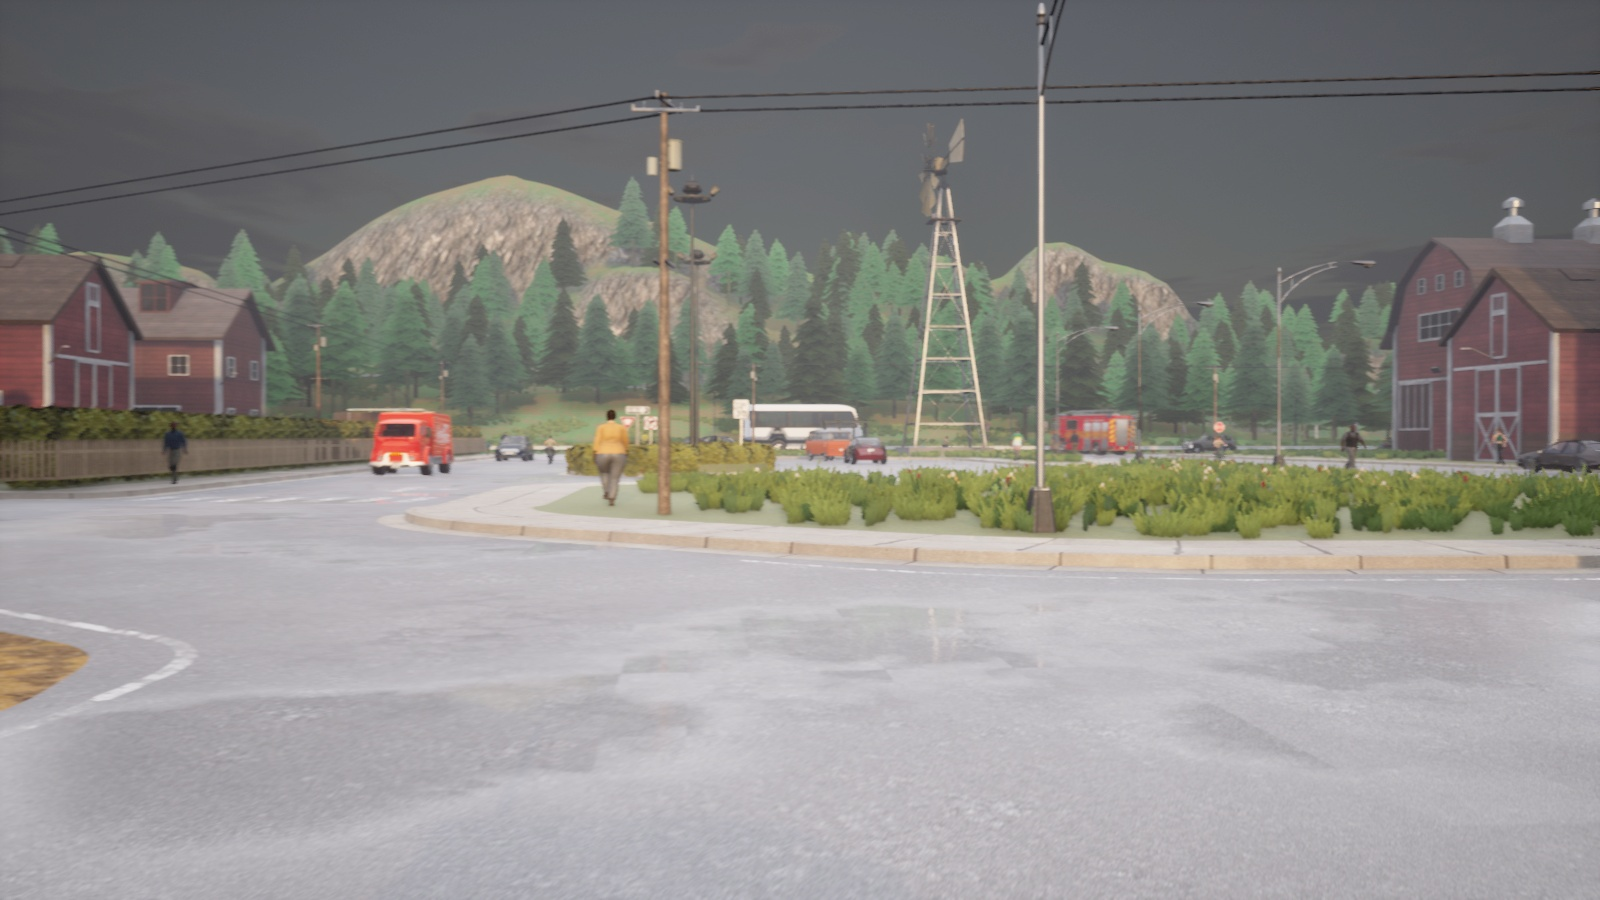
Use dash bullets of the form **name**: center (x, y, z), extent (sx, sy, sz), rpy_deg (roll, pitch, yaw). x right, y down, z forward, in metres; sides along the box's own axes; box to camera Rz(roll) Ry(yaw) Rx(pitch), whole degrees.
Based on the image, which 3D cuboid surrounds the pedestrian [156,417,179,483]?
- **pedestrian**: center (-17.616, 0.002, 34.988), extent (0.370, 1.835, 0.726), rpy_deg (0, 1, -9)

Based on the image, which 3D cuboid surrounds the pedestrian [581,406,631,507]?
- **pedestrian**: center (-3.655, 0.115, 23.604), extent (0.874, 1.855, 0.900), rpy_deg (0, 1, -11)

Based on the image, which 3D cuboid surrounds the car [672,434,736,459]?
- **car**: center (-6.487, -0.252, 85.175), extent (3.988, 1.617, 1.851), rpy_deg (0, 1, 11)

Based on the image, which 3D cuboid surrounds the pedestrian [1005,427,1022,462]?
- **pedestrian**: center (12.129, -0.319, 71.337), extent (0.659, 1.952, 0.873), rpy_deg (0, 1, -10)

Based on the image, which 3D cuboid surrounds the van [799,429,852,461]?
- **van**: center (1.565, -0.323, 79.689), extent (1.775, 1.987, 4.442), rpy_deg (0, 1, -22)

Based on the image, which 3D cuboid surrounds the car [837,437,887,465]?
- **car**: center (3.441, 0.023, 70.406), extent (2.163, 1.488, 4.792), rpy_deg (0, 1, -5)

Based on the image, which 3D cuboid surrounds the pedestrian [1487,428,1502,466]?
- **pedestrian**: center (33.999, -0.164, 61.469), extent (0.345, 1.836, 0.594), rpy_deg (0, 1, -4)

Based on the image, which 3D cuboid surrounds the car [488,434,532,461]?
- **car**: center (-18.110, -0.177, 78.641), extent (2.033, 1.649, 4.856), rpy_deg (0, 1, -5)

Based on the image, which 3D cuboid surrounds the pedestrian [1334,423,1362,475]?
- **pedestrian**: center (19.918, -0.030, 45.621), extent (0.563, 1.883, 0.849), rpy_deg (0, 1, -6)

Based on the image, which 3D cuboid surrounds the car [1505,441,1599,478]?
- **car**: center (31.346, 0.331, 50.963), extent (2.033, 1.411, 5.357), rpy_deg (0, 1, -6)

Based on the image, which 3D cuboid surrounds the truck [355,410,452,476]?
- **truck**: center (-15.664, -0.291, 49.967), extent (2.627, 2.467, 5.204), rpy_deg (0, 1, -5)
